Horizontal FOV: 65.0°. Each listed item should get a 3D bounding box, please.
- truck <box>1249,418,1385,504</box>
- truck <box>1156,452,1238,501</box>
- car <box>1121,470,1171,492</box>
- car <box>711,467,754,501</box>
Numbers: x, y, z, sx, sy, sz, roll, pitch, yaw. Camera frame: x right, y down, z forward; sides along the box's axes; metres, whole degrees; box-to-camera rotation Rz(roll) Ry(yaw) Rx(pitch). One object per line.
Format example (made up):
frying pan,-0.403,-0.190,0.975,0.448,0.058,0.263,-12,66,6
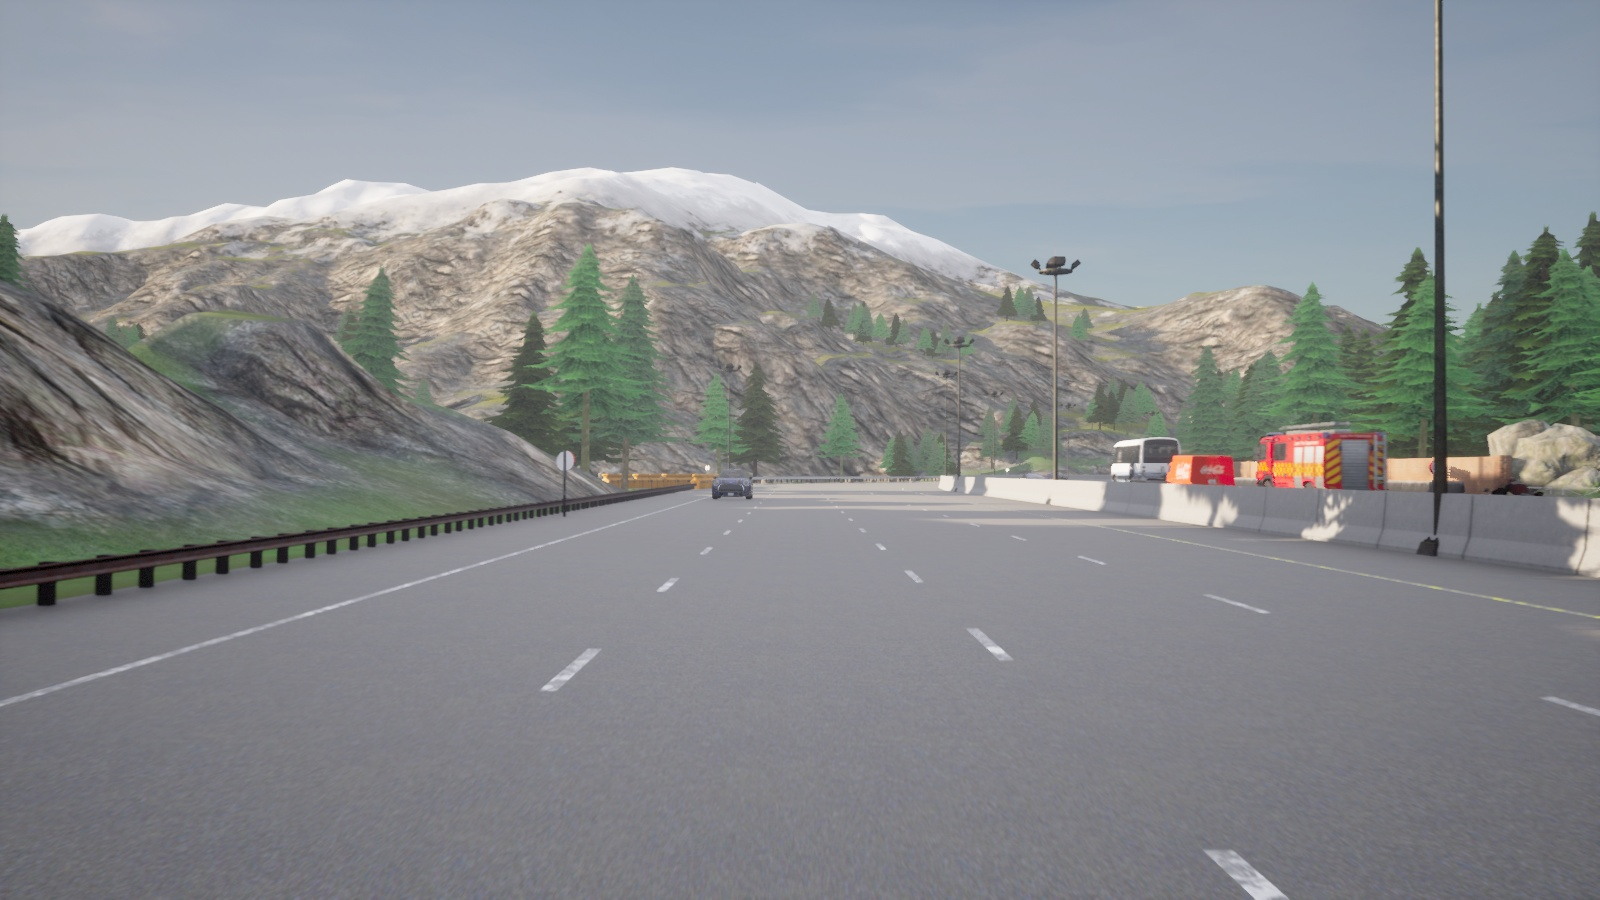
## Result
truck,24.351,0.552,59.707,2.891,3.827,8.468,0,-1,0
truck,20.838,1.357,66.215,2.627,2.467,5.204,0,-1,0
car,24.286,2.150,88.228,2.128,1.511,4.902,0,-1,0
car,-3.667,1.842,68.972,2.097,1.767,4.553,0,-1,0
